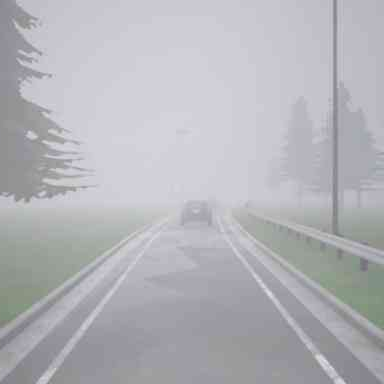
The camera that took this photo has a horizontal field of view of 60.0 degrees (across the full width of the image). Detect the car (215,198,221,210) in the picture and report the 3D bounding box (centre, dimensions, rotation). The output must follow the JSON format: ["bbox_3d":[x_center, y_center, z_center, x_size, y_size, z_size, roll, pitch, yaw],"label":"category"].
[{"bbox_3d":[2.506,1.470,41.986,2.033,1.411,5.357,0,0,11],"label":"car"}]

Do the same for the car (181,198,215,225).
[{"bbox_3d":[0.373,1.311,23.509,2.097,1.767,4.553,0,0,2],"label":"car"}]
